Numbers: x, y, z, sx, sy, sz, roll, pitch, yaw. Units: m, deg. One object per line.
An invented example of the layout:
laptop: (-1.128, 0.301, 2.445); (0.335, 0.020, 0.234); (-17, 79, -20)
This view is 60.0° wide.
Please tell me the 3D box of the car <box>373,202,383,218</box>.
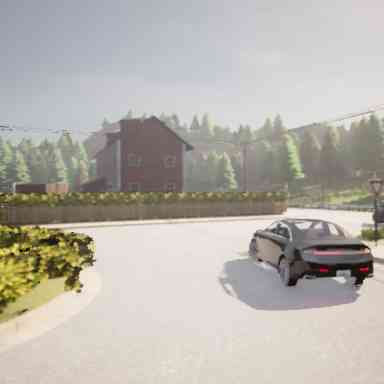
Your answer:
car: (14.793, 1.307, 22.265); (4.553, 1.767, 2.097); (0, 0, 0)

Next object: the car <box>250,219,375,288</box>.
car: (3.007, 1.495, 9.328); (2.128, 1.511, 4.902); (0, 0, -3)
